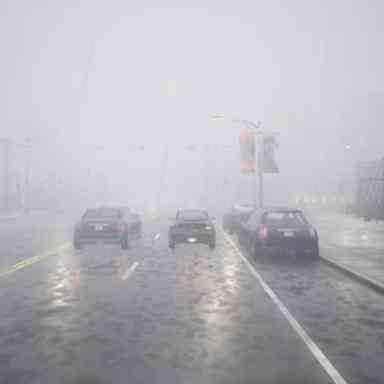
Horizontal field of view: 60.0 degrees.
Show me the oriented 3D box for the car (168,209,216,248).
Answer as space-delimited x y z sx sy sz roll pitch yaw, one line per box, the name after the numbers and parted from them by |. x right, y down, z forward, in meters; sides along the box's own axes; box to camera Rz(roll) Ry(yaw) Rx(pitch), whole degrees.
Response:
0.000 1.515 14.647 1.837 1.490 4.892 0 0 0 | car

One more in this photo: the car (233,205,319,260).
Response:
3.040 1.352 12.632 2.185 1.767 4.553 0 0 0 | car

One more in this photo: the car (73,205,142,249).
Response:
-3.500 1.365 14.617 2.097 1.767 4.553 0 0 0 | car

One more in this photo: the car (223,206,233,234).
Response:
2.900 1.478 19.057 2.097 1.535 5.008 0 0 0 | car

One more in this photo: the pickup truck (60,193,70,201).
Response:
-28.602 1.088 79.524 6.274 2.098 2.390 0 0 0 | pickup truck
